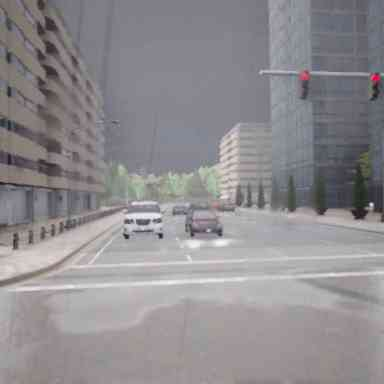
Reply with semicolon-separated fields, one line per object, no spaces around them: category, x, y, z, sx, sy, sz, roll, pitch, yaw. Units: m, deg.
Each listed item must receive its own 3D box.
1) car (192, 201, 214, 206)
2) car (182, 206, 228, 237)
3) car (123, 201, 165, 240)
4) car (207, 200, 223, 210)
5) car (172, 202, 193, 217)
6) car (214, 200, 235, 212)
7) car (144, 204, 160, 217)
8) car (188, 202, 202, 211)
car;1.511;2.138;48.637;2.097;1.767;4.553;-1;-1;-5
car;0.654;1.845;20.390;1.812;1.442;4.674;-1;-1;-6
car;-2.828;1.585;19.974;2.150;2.045;5.566;-1;-1;-6
car;3.980;2.273;58.746;2.097;1.767;4.553;-1;-1;-6
car;-1.376;2.260;40.787;1.994;1.385;4.181;-1;-1;-5
car;5.020;2.225;48.692;2.128;1.511;4.902;-1;-1;-5
car;-4.979;2.291;41.706;1.812;1.442;4.674;-1;-1;-5
car;0.497;2.473;58.430;1.837;1.490;4.892;-1;-1;-6
